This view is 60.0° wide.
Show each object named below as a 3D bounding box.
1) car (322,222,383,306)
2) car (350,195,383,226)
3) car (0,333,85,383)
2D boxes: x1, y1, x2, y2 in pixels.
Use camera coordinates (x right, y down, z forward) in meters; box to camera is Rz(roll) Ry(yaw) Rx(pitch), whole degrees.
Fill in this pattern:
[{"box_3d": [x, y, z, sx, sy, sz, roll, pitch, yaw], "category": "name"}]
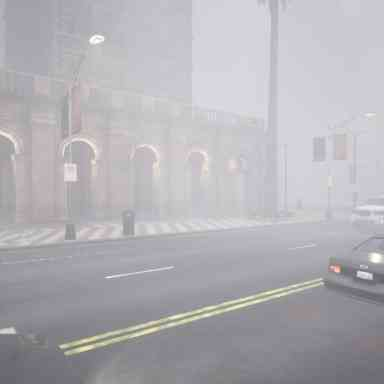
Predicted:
[{"box_3d": [5.156, 1.547, 7.451, 5.357, 1.411, 2.033, 0, 0, -35], "category": "car"}, {"box_3d": [12.525, 1.243, 21.496, 5.566, 2.045, 2.150, 0, 0, -36], "category": "car"}, {"box_3d": [-3.179, 1.547, 1.473, 5.357, 1.411, 2.033, 0, 0, -36], "category": "car"}]
